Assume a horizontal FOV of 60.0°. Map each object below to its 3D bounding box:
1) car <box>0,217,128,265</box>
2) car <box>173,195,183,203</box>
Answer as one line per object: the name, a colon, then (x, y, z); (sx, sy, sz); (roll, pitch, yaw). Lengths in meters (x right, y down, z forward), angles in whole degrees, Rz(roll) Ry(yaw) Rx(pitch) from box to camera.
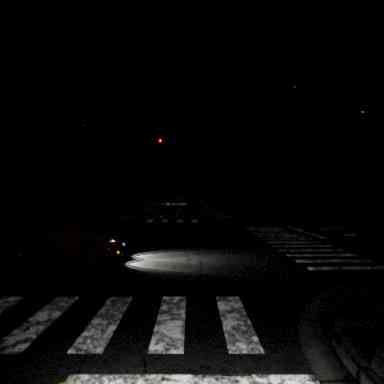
car: (-4.272, 1.531, 11.044); (4.181, 1.385, 1.994); (1, -1, 0)
car: (-2.877, 1.458, 69.395); (2.097, 1.767, 4.553); (0, 0, 0)
